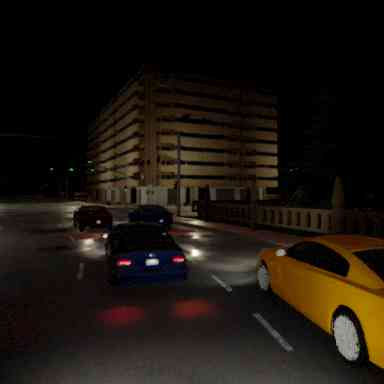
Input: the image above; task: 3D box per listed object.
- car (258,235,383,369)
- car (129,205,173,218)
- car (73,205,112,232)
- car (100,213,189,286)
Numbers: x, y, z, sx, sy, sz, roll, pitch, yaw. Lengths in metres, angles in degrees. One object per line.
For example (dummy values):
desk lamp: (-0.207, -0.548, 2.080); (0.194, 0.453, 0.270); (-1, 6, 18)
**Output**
car: (2.735, 1.501, 5.905); (1.882, 1.535, 5.008); (0, 0, -8)
car: (-2.834, 1.578, 21.920); (1.882, 1.535, 5.008); (0, -1, -24)
car: (-6.438, 1.579, 21.361); (1.882, 1.535, 5.008); (0, 0, -25)
car: (-1.544, 1.592, 9.690); (2.033, 1.411, 5.357); (0, 0, -16)
